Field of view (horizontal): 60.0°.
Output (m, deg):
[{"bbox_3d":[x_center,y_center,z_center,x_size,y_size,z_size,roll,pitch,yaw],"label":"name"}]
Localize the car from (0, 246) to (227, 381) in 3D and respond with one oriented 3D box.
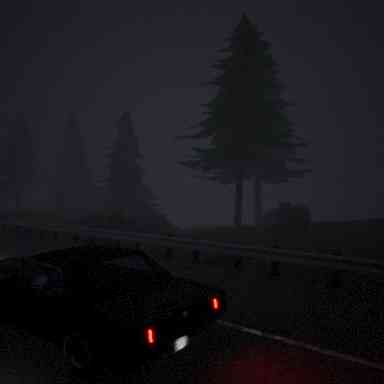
[{"bbox_3d":[-1.910,1.571,5.452,4.718,1.301,1.895,1,0,36],"label":"car"}]
